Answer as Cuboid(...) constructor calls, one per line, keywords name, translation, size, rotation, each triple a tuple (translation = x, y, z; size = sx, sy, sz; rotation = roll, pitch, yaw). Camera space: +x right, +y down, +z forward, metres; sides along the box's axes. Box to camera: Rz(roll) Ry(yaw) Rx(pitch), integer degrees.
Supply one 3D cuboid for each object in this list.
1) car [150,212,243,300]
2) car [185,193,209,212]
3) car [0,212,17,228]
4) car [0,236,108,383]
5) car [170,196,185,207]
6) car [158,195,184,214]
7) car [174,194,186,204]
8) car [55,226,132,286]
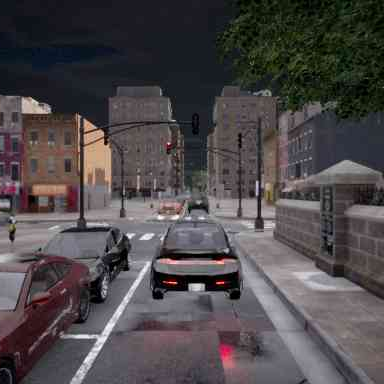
Cuboid(name="car", translation=(0.093, 1.492, 8.379), size=(2.128, 1.511, 4.902), rotation=(0, 0, 0))
Cuboid(name="car", translation=(0.587, 1.215, 36.188), size=(2.150, 2.045, 5.566), rotation=(0, 0, -2))
Cuboid(name="car", translation=(-13.750, 1.626, 21.111), size=(4.902, 1.511, 2.128), rotation=(-1, 0, 0))
Cuboid(name="car", translation=(-2.632, 1.582, 4.538), size=(1.802, 1.307, 4.206), rotation=(0, 0, 0))
Cuboid(name="car", translation=(-2.247, 1.482, 53.570), size=(2.128, 1.511, 4.902), rotation=(0, 0, 0))
Cuboid(name="car", translation=(-2.287, 1.346, 34.776), size=(2.097, 1.767, 4.553), rotation=(0, 0, 1))
Cuboid(name="car", translation=(-2.212, 1.340, 63.825), size=(2.097, 1.767, 4.553), rotation=(0, 0, 0))
Cuboid(name="car", translation=(-2.629, 1.566, 8.200), size=(1.947, 1.339, 4.313), rotation=(0, 0, 0))
